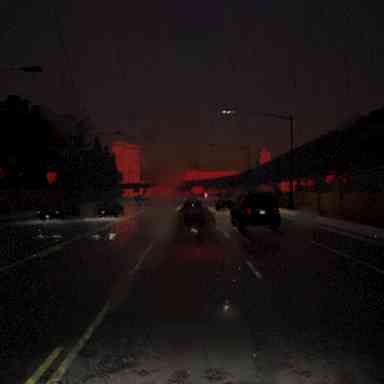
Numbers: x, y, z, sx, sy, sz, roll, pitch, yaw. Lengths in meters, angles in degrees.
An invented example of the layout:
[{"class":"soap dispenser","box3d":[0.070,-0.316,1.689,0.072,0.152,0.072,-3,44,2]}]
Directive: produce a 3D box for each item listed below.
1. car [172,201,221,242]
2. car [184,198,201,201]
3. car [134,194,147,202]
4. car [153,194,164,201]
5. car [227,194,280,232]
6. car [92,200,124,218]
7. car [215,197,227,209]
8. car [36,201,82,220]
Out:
[{"class":"car","box3d":[0.099,1.398,15.797,1.882,1.535,5.008,0,0,0]},{"class":"car","box3d":[0.097,1.376,37.477,1.994,1.385,4.181,0,0,0]},{"class":"car","box3d":[-10.507,1.174,67.784,1.812,1.442,4.674,0,0,0]},{"class":"car","box3d":[-7.007,1.129,69.565,1.882,1.535,5.008,0,0,0]},{"class":"car","box3d":[3.598,1.123,19.694,2.150,2.045,5.566,0,0,0]},{"class":"car","box3d":[-7.098,1.420,28.492,1.994,1.385,4.181,0,0,0]},{"class":"car","box3d":[3.597,1.336,37.826,1.812,1.442,4.674,0,0,0]},{"class":"car","box3d":[-10.602,1.411,27.055,2.033,1.411,5.357,0,0,0]}]
